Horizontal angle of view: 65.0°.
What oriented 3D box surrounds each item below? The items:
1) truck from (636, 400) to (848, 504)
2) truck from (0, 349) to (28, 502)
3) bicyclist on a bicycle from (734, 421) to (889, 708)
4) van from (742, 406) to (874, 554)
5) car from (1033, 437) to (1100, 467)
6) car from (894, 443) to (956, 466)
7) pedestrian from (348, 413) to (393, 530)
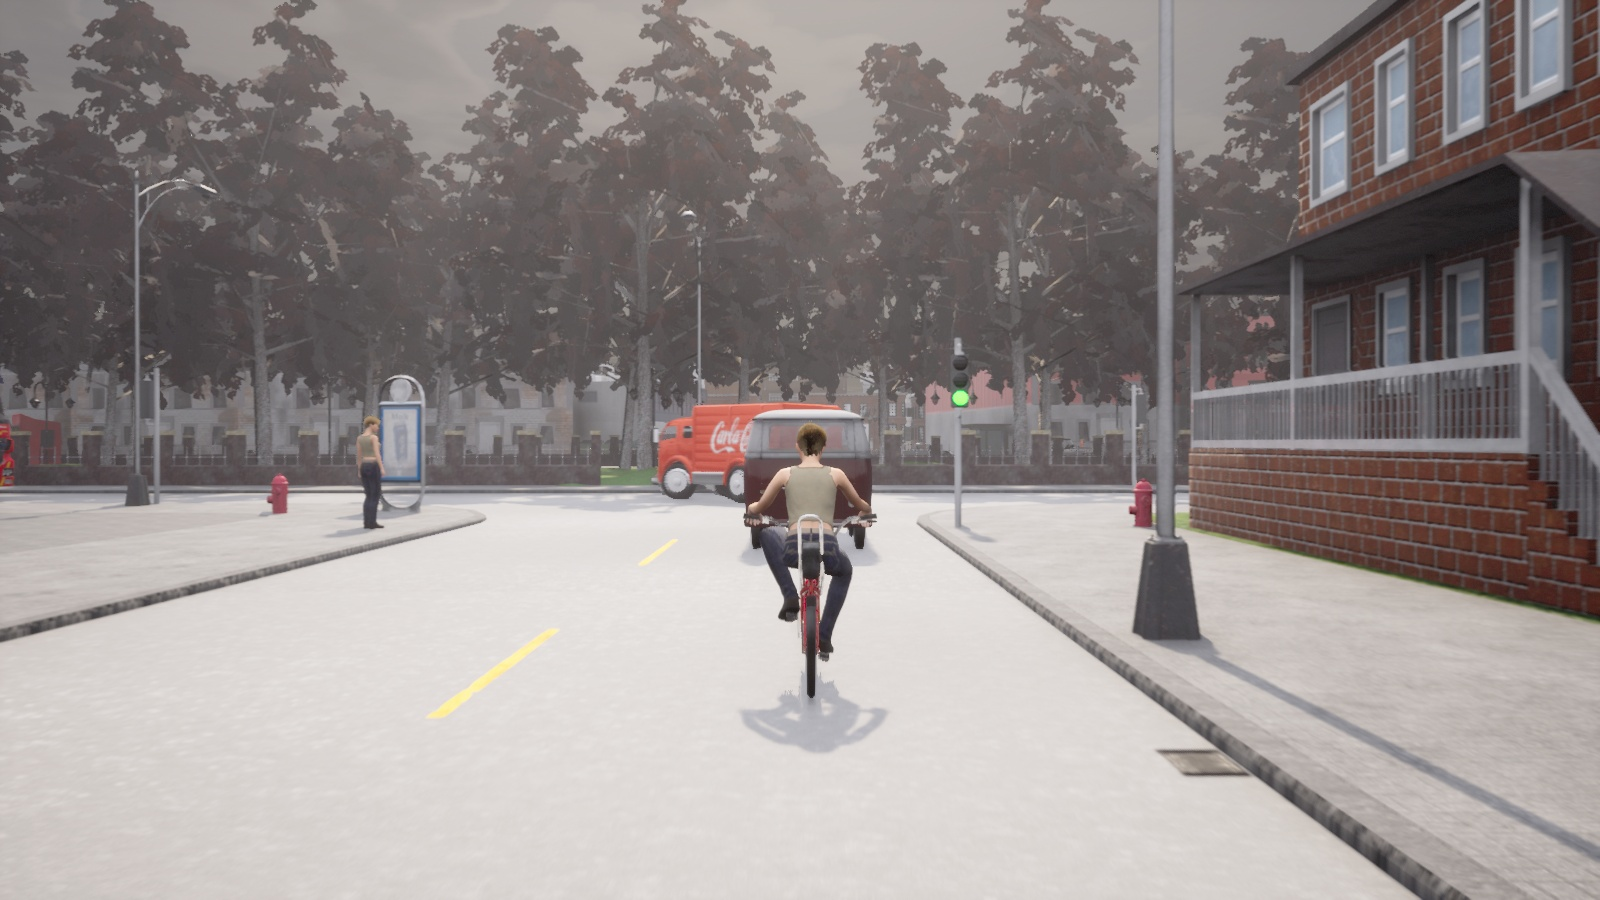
[{"bbox_3d":[-1.586,0.070,32.629,5.204,2.467,2.627,0,-1,44],"label":"truck"},{"bbox_3d":[-24.273,-0.613,31.167,8.468,3.827,2.891,0,0,1],"label":"truck"},{"bbox_3d":[0.064,0.639,7.802,0.866,1.612,1.509,0,0,0],"label":"bicyclist on a bicycle"},{"bbox_3d":[0.122,0.392,19.093,1.775,1.987,4.442,0,0,0],"label":"van"},{"bbox_3d":[16.998,0.104,80.268,3.866,1.878,1.905,0,0,0],"label":"car"},{"bbox_3d":[7.958,0.266,80.311,3.806,1.475,1.970,0,0,1],"label":"car"},{"bbox_3d":[-6.892,0.337,20.173,0.345,1.836,0.594,0,0,32],"label":"pedestrian"}]
